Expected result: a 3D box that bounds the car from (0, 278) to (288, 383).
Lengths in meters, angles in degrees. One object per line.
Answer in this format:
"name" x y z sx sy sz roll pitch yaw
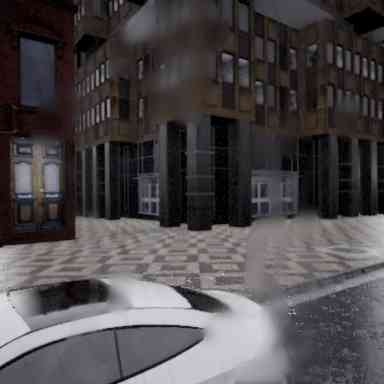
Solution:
"car" -1.230 1.524 2.498 4.674 1.442 1.812 0 0 -36
